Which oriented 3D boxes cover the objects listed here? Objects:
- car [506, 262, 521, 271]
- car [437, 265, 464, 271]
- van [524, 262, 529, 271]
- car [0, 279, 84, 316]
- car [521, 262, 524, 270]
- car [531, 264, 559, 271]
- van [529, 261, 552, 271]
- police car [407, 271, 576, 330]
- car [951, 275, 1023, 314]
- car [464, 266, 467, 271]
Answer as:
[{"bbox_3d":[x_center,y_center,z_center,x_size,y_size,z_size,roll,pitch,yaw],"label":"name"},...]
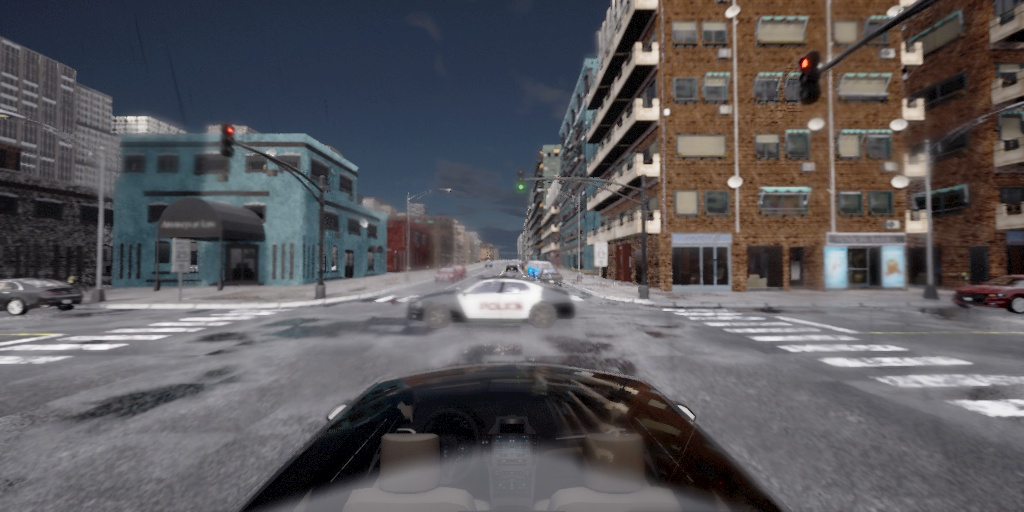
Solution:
[{"bbox_3d":[-0.007,1.742,55.445,1.882,1.535,5.008,0,-1,0],"label":"car"},{"bbox_3d":[-5.694,1.627,31.914,1.802,1.307,4.207,0,0,0],"label":"car"},{"bbox_3d":[2.686,1.492,43.113,1.690,1.789,3.998,0,0,0],"label":"van"},{"bbox_3d":[-19.716,1.574,14.154,4.403,1.370,2.007,0,0,1],"label":"car"},{"bbox_3d":[2.684,1.779,54.443,1.751,1.417,4.829,0,0,0],"label":"car"},{"bbox_3d":[2.688,1.543,26.371,2.007,1.370,4.403,0,0,0],"label":"car"},{"bbox_3d":[2.687,1.386,31.950,1.690,1.789,3.998,0,0,0],"label":"van"},{"bbox_3d":[-0.612,1.355,11.084,4.974,1.542,2.038,0,-1,1],"label":"police car"},{"bbox_3d":[19.622,1.384,13.620,4.507,1.381,1.888,0,0,1],"label":"car"},{"bbox_3d":[-5.694,1.643,37.494,1.888,1.381,4.507,0,0,0],"label":"car"}]
